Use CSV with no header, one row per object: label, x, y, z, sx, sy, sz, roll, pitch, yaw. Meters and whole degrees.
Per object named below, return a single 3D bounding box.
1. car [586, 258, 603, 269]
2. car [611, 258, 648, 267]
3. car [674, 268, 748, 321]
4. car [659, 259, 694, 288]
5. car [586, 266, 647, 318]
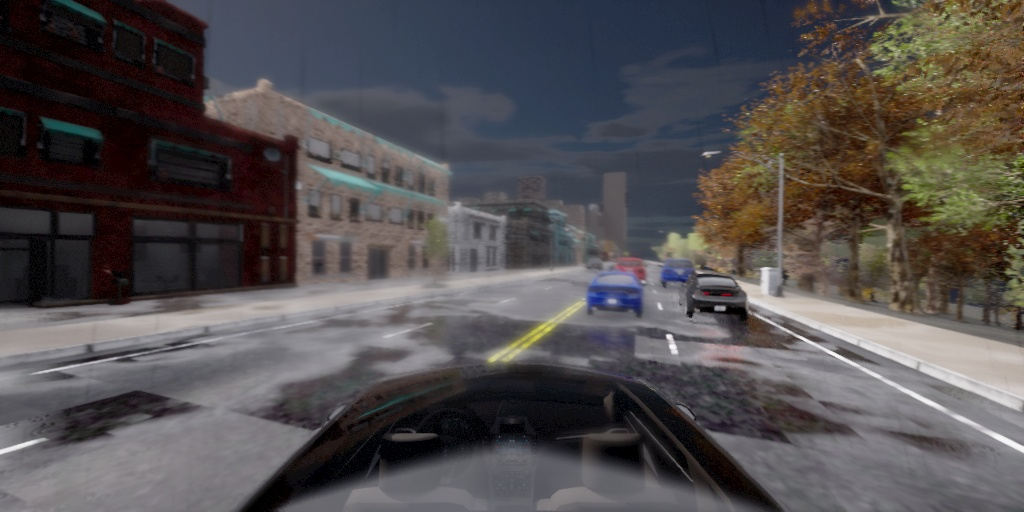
car,13.607,1.396,58.607,2.150,2.045,5.566,1,0,21
car,9.220,1.219,27.755,2.150,2.045,5.566,1,0,21
car,7.480,1.425,13.658,1.837,1.490,4.892,1,0,21
car,12.278,1.268,26.657,2.150,2.045,5.566,1,0,21
car,4.104,1.339,13.922,1.882,1.535,5.008,1,0,20
